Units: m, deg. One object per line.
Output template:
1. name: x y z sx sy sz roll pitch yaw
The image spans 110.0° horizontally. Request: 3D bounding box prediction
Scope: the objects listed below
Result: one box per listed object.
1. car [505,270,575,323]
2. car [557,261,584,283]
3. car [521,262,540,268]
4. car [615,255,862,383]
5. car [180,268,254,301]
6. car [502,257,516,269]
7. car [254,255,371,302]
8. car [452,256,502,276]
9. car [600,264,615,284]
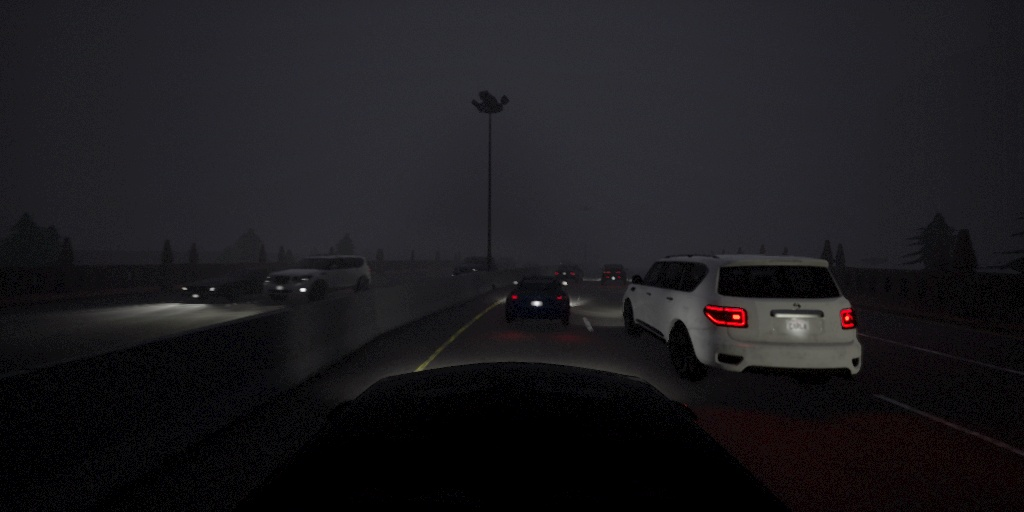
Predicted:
1. car: 0.937 1.341 12.299 1.994 1.385 4.181 0 0 6
2. car: 4.748 1.399 29.594 2.033 1.411 5.357 0 0 18
3. car: 2.945 1.597 57.344 1.895 1.301 4.718 0 0 19
4. car: 3.909 1.000 7.367 2.150 2.045 5.566 0 0 4
5. car: -12.688 1.281 17.470 2.033 1.411 5.357 0 0 9
6. car: -1.084 1.190 56.413 2.150 2.045 5.566 0 0 19
7. car: -9.125 0.970 17.501 2.150 2.045 5.566 0 0 10
8. car: -2.877 1.042 29.209 2.150 2.045 5.566 0 0 16
9. car: 8.023 1.363 28.149 1.837 1.490 4.892 0 0 17
